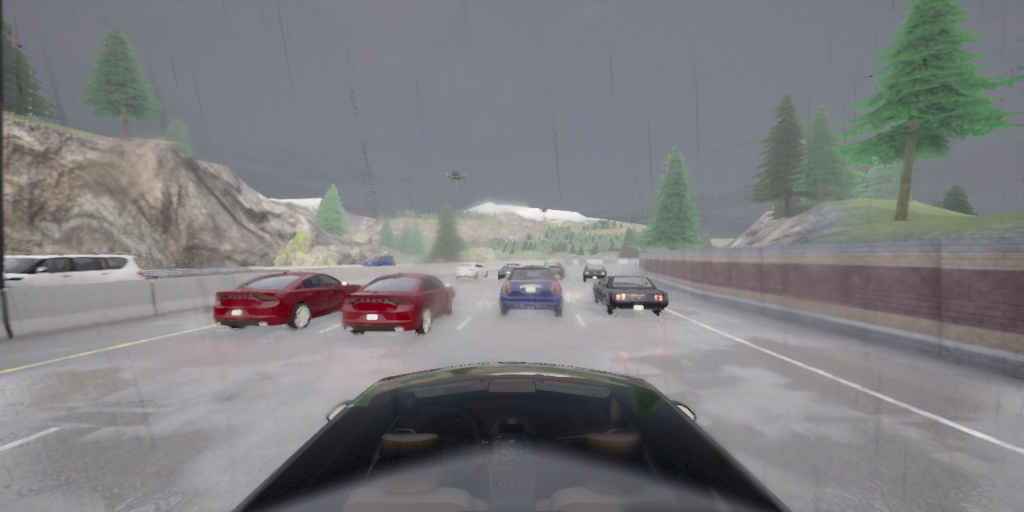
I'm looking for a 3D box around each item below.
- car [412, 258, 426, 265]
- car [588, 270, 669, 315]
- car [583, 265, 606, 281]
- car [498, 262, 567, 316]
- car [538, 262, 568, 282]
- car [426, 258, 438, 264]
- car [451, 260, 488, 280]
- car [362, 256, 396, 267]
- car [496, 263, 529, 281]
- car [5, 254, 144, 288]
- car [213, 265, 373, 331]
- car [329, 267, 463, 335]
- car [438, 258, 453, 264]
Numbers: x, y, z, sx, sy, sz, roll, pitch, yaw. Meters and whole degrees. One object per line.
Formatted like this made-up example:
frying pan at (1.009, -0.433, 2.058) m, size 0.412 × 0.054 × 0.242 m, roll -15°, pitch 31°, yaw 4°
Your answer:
car at (-14.035, 1.116, 57.566) m, size 2.097 × 1.767 × 4.553 m, roll 0°, pitch 0°, yaw 21°
car at (4.290, 1.376, 13.758) m, size 1.895 × 1.301 × 4.718 m, roll 0°, pitch 0°, yaw 5°
car at (6.988, 1.401, 30.242) m, size 1.895 × 1.301 × 4.718 m, roll 0°, pitch 0°, yaw 13°
car at (0.792, 1.117, 13.619) m, size 2.097 × 1.767 × 4.553 m, roll 0°, pitch 0°, yaw 5°
car at (3.660, 1.283, 31.237) m, size 2.128 × 1.511 × 4.902 m, roll 0°, pitch 0°, yaw 13°
car at (-10.879, 1.124, 56.034) m, size 2.097 × 1.767 × 4.553 m, roll 0°, pitch 0°, yaw 21°
car at (-3.472, 1.295, 31.406) m, size 1.812 × 1.442 × 4.674 m, roll 0°, pitch 0°, yaw 12°
car at (-19.509, 0.964, 52.741) m, size 2.150 × 2.045 × 5.566 m, roll 0°, pitch 0°, yaw 19°
car at (0.127, 1.345, 31.411) m, size 1.994 × 1.385 × 4.181 m, roll 0°, pitch 0°, yaw 12°
car at (-17.037, 0.931, 13.111) m, size 2.150 × 2.045 × 5.566 m, roll 0°, pitch 0°, yaw 5°
car at (-6.443, 1.217, 11.094) m, size 1.882 × 1.535 × 5.008 m, roll 0°, pitch 0°, yaw 4°
car at (-2.981, 1.227, 10.539) m, size 1.882 × 1.535 × 5.008 m, roll 0°, pitch 0°, yaw 4°
car at (-8.334, 1.268, 52.838) m, size 2.128 × 1.511 × 4.902 m, roll 0°, pitch 0°, yaw 20°
